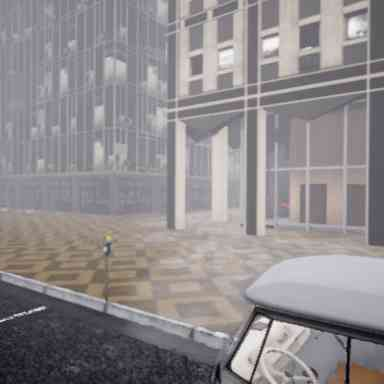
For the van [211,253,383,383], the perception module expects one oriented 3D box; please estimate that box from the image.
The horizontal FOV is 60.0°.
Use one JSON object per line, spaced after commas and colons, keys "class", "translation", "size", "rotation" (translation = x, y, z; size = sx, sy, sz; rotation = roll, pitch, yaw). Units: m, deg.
{"class": "van", "translation": [1.909, 1.340, 1.503], "size": [3.998, 1.788, 1.690], "rotation": [0, 1, 35]}
